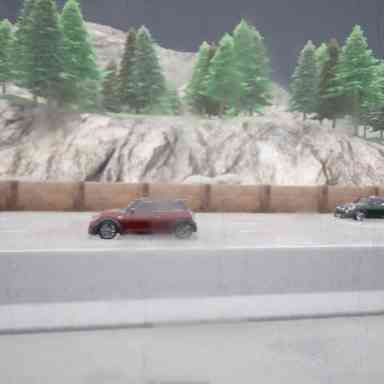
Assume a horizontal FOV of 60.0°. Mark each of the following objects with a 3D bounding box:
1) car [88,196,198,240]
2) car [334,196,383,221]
[{"bbox_3d":[-2.065,1.028,14.386,4.553,1.767,2.097,1,1,-7],"label":"car"},{"bbox_3d":[12.465,1.079,23.515,4.553,1.767,2.097,1,1,-10],"label":"car"}]
